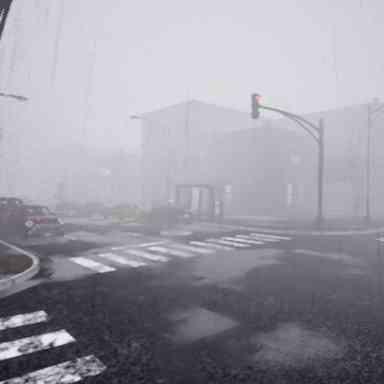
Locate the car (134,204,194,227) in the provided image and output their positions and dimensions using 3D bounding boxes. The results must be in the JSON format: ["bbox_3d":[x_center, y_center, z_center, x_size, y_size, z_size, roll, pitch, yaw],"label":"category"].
[{"bbox_3d":[-1.705,1.527,22.339,1.947,1.339,4.313,-1,1,-42],"label":"car"}]

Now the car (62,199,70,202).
[{"bbox_3d":[-13.011,1.451,34.985,2.008,1.369,4.403,-1,1,-42],"label":"car"}]

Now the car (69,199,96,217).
[{"bbox_3d":[-9.356,1.445,30.896,1.752,1.417,4.829,-1,1,-42],"label":"car"}]

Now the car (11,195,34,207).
[{"bbox_3d":[-24.317,1.280,47.628,1.967,1.590,4.097,-1,1,-42],"label":"car"}]

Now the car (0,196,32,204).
[{"bbox_3d":[-11.719,1.278,21.011,2.192,1.841,5.009,-1,1,-42],"label":"car"}]

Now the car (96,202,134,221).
[{"bbox_3d":[-5.587,1.465,26.681,1.752,1.417,4.829,-1,1,-42],"label":"car"}]

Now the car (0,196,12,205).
[{"bbox_3d":[-31.852,1.381,56.061,1.802,1.307,4.206,-1,1,-42],"label":"car"}]

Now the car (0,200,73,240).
[{"bbox_3d":[-7.949,1.424,16.797,1.967,1.590,4.097,-1,1,-42],"label":"car"}]
